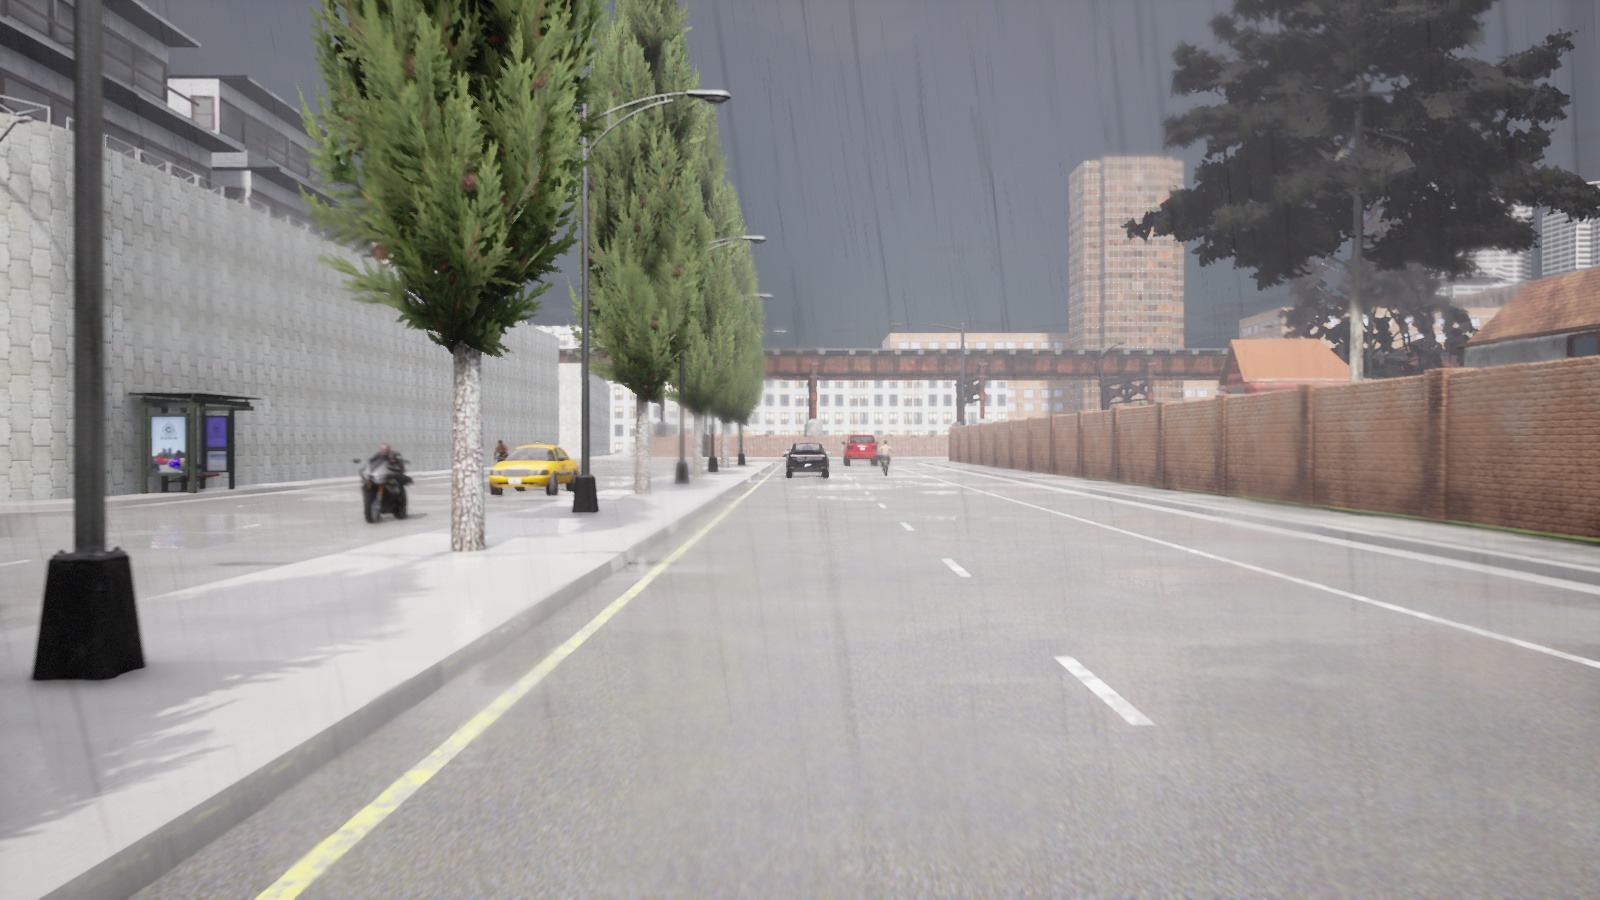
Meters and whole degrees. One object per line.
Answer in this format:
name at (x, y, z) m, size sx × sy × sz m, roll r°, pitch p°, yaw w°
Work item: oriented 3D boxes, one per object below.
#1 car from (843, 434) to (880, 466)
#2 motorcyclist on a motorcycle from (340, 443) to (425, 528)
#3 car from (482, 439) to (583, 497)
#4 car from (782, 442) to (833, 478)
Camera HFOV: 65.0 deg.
car at (3.985, 0.004, 82.452) m, size 2.150 × 2.045 × 5.566 m, roll 0°, pitch 0°, yaw 0°
motorcyclist on a motorcycle at (-7.850, 0.636, 23.715) m, size 0.866 × 1.530 × 2.191 m, roll 0°, pitch 0°, yaw 0°
car at (-7.773, 0.471, 37.029) m, size 1.801 × 1.575 × 5.366 m, roll 0°, pitch 0°, yaw 0°
car at (0.329, 0.392, 55.097) m, size 2.128 × 1.511 × 4.902 m, roll 0°, pitch 0°, yaw 0°
